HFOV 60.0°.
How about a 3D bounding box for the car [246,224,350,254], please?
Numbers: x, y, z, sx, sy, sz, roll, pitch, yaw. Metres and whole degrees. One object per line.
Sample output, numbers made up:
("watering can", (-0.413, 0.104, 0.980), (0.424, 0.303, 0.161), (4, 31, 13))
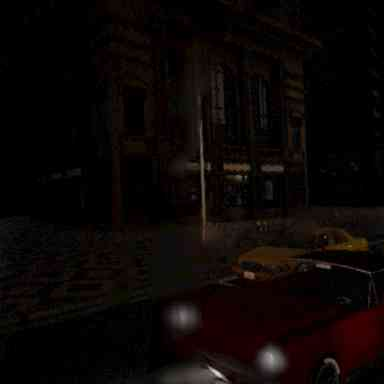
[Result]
("car", (3.223, 1.597, 9.298), (4.829, 1.417, 1.752), (-1, -2, -38))

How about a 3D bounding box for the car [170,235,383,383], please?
("car", (2.047, 1.639, 4.954), (4.718, 1.301, 1.895), (-1, -1, -36))
